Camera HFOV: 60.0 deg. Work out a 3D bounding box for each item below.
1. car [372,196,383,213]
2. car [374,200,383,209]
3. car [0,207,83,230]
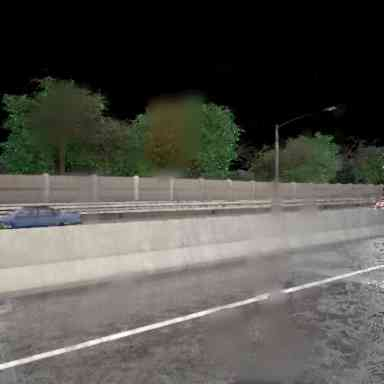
[{"bbox_3d":[22.188,1.382,36.804,4.553,1.767,2.097,0,0,-35],"label":"car"},{"bbox_3d":[7.408,1.229,9.014,5.566,2.045,2.150,0,0,-35],"label":"car"},{"bbox_3d":[-9.096,1.547,18.996,5.357,1.411,2.033,0,0,-35],"label":"car"}]
